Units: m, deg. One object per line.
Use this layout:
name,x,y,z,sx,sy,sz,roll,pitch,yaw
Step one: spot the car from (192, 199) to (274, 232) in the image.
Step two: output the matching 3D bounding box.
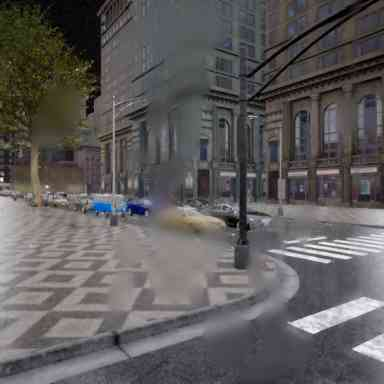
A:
car,2.408,1.371,18.803,2.128,1.511,4.902,0,1,-36

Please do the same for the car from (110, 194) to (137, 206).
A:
car,-9.492,1.074,45.832,2.008,1.369,4.403,1,0,-35

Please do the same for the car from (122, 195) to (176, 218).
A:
car,-3.645,1.246,27.366,1.882,1.535,5.008,0,1,-35

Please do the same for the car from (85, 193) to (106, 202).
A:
car,-15.971,0.910,55.008,2.008,1.369,4.403,1,0,-35

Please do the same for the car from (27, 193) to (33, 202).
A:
car,-22.931,0.911,50.087,2.008,1.369,4.403,1,0,-35

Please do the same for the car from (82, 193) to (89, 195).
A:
car,-10.060,1.119,36.474,2.128,1.511,4.902,0,1,-35

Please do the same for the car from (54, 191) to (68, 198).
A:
car,-28.928,0.588,73.362,1.887,1.381,4.507,1,0,-35

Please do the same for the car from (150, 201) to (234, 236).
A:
car,-0.153,1.398,17.816,1.752,1.417,4.829,1,0,-35

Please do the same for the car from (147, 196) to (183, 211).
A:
car,-3.011,1.224,36.651,1.887,1.381,4.507,1,0,-35

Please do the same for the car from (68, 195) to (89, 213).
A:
car,-9.972,1.230,31.727,2.008,1.369,4.403,1,0,-35

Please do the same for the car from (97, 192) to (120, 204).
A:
car,-12.729,0.881,50.420,1.967,1.590,4.097,1,0,-35

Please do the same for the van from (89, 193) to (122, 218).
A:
van,-6.730,1.091,27.137,1.690,1.788,3.998,1,0,-35

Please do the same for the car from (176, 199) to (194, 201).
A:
car,0.228,1.315,32.062,1.947,1.339,4.313,1,0,-35

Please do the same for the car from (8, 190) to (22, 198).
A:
car,-35.888,0.484,68.442,1.967,1.590,4.097,1,0,-35

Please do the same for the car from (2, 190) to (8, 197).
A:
car,-42.368,0.331,77.620,1.967,1.590,4.097,1,0,-35

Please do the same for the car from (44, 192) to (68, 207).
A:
car,-16.354,1.051,40.770,1.752,1.417,4.829,1,0,-35

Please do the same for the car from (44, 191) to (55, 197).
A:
car,-35.408,0.472,82.539,1.802,1.307,4.206,1,0,-35

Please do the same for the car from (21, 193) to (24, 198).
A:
car,-26.171,0.831,54.676,2.008,1.369,4.403,1,0,-35

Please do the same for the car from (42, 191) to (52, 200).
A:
car,-19.691,0.992,45.498,2.008,1.369,4.403,1,0,-35
